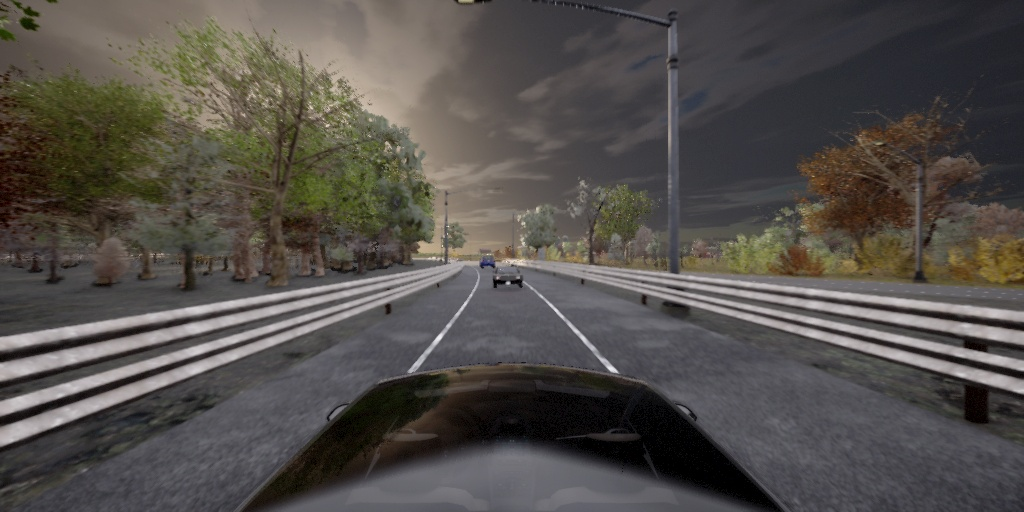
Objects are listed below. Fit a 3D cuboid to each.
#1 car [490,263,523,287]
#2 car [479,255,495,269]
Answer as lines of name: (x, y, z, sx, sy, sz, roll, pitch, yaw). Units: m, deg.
car: (-0.395, 1.351, 24.195, 1.895, 1.301, 4.718, 0, 0, -4)
car: (-4.009, 0.938, 57.565, 2.150, 2.045, 5.566, 0, 0, -9)
